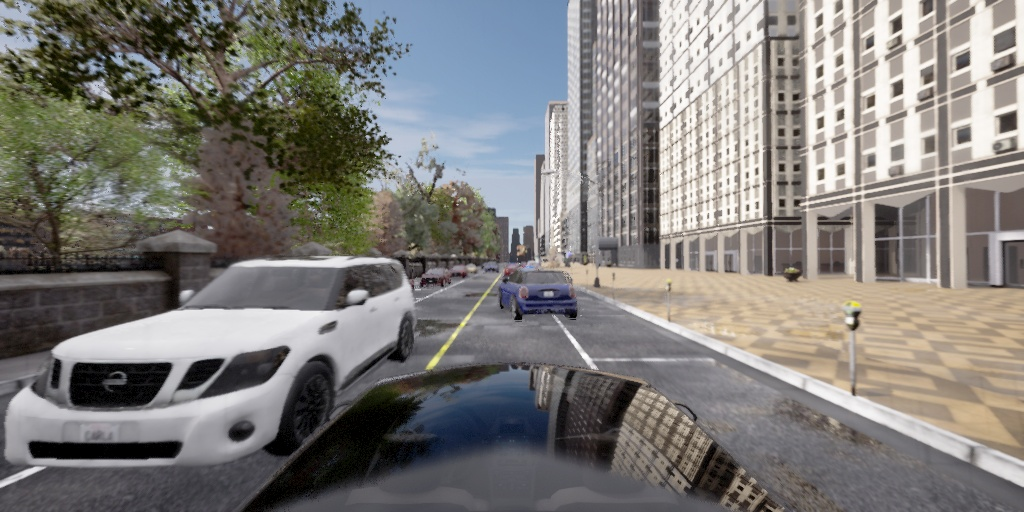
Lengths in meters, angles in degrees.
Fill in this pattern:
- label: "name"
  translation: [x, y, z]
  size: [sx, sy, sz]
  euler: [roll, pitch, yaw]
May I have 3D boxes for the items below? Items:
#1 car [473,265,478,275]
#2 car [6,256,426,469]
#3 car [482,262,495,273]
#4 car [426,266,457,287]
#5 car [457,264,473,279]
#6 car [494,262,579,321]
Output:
- label: "car"
  translation: [-5.706, 1.787, 49.678]
  size: [1.751, 1.417, 4.829]
  euler: [0, 0, 0]
- label: "car"
  translation: [-3.102, 1.010, 5.463]
  size: [2.150, 2.045, 5.566]
  euler: [0, -1, 0]
- label: "car"
  translation: [-3.023, 1.665, 54.501]
  size: [2.097, 1.767, 4.553]
  euler: [0, 0, 0]
- label: "car"
  translation: [-5.700, 1.560, 27.320]
  size: [1.888, 1.381, 4.507]
  euler: [0, 0, 0]
- label: "car"
  translation: [-5.703, 1.682, 38.584]
  size: [1.888, 1.381, 4.507]
  euler: [0, 0, 0]
- label: "car"
  translation: [0.779, 1.220, 13.230]
  size: [2.097, 1.767, 4.553]
  euler: [0, -1, -10]
